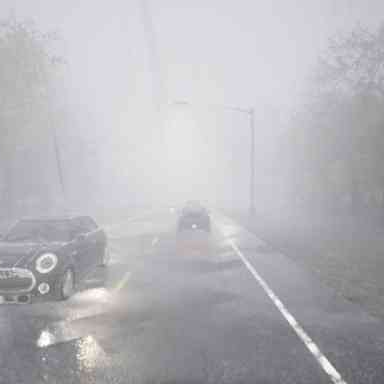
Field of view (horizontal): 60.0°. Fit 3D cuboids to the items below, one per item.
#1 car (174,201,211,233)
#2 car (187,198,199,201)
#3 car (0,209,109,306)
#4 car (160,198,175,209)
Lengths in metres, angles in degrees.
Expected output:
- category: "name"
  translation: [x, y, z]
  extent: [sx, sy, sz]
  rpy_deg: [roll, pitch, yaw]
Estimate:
- category: "car"
  translation: [0.112, 1.553, 20.109]
  extent: [1.837, 1.490, 4.892]
  rpy_deg: [0, 0, 0]
- category: "car"
  translation: [0.129, 1.577, 43.049]
  extent: [1.882, 1.535, 5.008]
  rpy_deg: [0, 0, 0]
- category: "car"
  translation: [-3.590, 1.372, 8.310]
  extent: [2.097, 1.767, 4.553]
  rpy_deg: [0, 0, 0]
- category: "car"
  translation: [-3.523, 1.638, 48.558]
  extent: [1.812, 1.442, 4.674]
  rpy_deg: [0, 0, 0]
